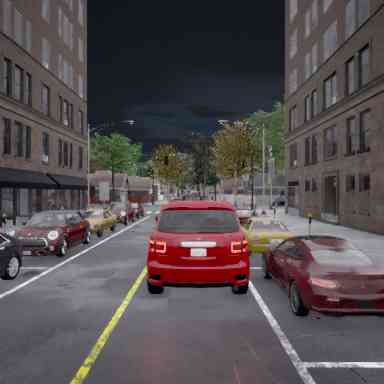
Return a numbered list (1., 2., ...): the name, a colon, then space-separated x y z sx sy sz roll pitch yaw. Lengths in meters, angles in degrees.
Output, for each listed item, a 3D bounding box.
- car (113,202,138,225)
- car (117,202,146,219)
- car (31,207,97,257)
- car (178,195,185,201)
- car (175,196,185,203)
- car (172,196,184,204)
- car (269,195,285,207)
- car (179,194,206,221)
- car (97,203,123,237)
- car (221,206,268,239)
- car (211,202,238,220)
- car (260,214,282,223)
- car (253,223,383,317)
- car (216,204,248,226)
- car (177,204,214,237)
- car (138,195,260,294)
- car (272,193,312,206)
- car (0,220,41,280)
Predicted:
1. car: -5.276 1.449 23.778 1.967 1.590 4.097 0 0 0
2. car: -5.248 1.594 29.297 1.802 1.307 4.206 0 0 0
3. car: -5.331 1.443 12.740 1.967 1.590 4.097 0 0 0
4. car: -2.648 1.613 84.765 1.812 1.442 4.674 0 0 0
5. car: -2.673 1.623 74.515 1.994 1.385 4.181 0 0 0
6. car: -2.735 1.601 64.626 2.033 1.411 5.357 0 0 1
7. car: 13.620 1.287 48.919 4.553 1.767 2.097 0 0 0
8. car: 0.110 1.233 28.949 2.150 2.045 5.566 0 0 2
9. car: -5.304 1.531 18.089 1.752 1.417 4.829 0 0 0
10. car: 2.721 1.550 18.221 1.887 1.381 4.507 0 0 0
11. car: 2.777 1.578 29.258 1.947 1.339 4.313 0 0 0
12. car: 2.695 1.528 12.873 1.752 1.417 4.829 0 0 0
13. car: 2.666 1.582 7.185 1.802 1.307 4.206 0 0 0
14. car: 2.749 1.591 23.739 1.802 1.307 4.206 0 0 0
15. car: 0.189 1.511 18.935 1.837 1.490 4.892 0 0 1
16. car: 0.136 1.223 8.906 2.150 2.045 5.566 0 0 0
17. car: 15.686 1.146 52.190 5.566 2.045 2.150 0 0 -1
18. car: -5.359 1.551 7.221 2.008 1.369 4.403 0 0 0
